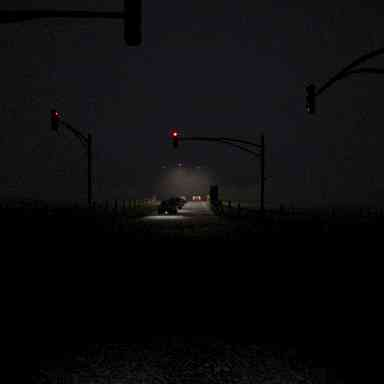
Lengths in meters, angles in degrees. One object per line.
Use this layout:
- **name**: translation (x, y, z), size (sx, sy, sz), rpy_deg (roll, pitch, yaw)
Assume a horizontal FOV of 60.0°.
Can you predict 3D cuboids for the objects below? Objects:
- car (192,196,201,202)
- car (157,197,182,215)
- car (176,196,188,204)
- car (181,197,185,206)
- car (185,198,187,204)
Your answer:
- **car**: translation (1.066, 1.617, 75.962), size (1.895, 1.301, 4.718), rpy_deg (0, 0, 1)
- **car**: translation (-2.414, 1.554, 34.190), size (2.033, 1.411, 5.357), rpy_deg (0, 0, 0)
- **car**: translation (-1.923, 1.581, 63.820), size (1.994, 1.385, 4.181), rpy_deg (0, 0, 2)
- **car**: translation (-2.265, 1.514, 43.968), size (1.837, 1.490, 4.892), rpy_deg (0, 0, 1)
- **car**: translation (-2.122, 1.560, 53.815), size (2.033, 1.411, 5.357), rpy_deg (0, 0, 1)
